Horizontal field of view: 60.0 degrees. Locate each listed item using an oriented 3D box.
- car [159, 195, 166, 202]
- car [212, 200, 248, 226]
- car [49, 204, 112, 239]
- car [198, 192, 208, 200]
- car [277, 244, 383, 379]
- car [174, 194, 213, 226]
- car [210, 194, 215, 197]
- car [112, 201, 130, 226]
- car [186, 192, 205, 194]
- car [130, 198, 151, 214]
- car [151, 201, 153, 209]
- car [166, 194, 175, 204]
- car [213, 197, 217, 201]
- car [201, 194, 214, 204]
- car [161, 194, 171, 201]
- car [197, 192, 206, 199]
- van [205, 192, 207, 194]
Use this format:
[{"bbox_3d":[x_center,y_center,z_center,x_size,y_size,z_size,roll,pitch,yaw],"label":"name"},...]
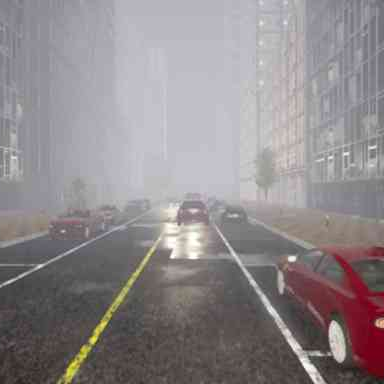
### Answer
[{"bbox_3d":[-5.726,1.252,67.993,1.752,1.417,4.829,0,0,0],"label":"car"},{"bbox_3d":[2.680,1.487,22.620,1.947,1.339,4.313,0,0,0],"label":"car"},{"bbox_3d":[-5.698,1.486,16.930,1.887,1.381,4.507,0,0,0],"label":"car"},{"bbox_3d":[2.650,0.986,79.541,2.192,1.841,5.009,0,0,0],"label":"car"},{"bbox_3d":[2.689,1.527,5.544,1.887,1.381,4.507,0,0,0],"label":"car"},{"bbox_3d":[0.086,1.272,23.112,2.097,1.767,4.553,0,0,0],"label":"car"},{"bbox_3d":[2.667,1.396,45.389,1.947,1.339,4.313,0,0,0],"label":"car"},{"bbox_3d":[-5.701,1.502,22.624,1.802,1.307,4.206,0,0,0],"label":"car"},{"bbox_3d":[0.081,1.068,41.347,2.150,2.045,5.566,0,0,-1],"label":"car"},{"bbox_3d":[-5.707,1.421,34.008,1.887,1.381,4.507,0,0,0],"label":"car"},{"bbox_3d":[-5.711,1.419,39.701,1.947,1.339,4.313,0,0,0],"label":"car"},{"bbox_3d":[-3.083,1.333,58.915,1.994,1.385,4.181,0,0,1],"label":"car"},{"bbox_3d":[2.673,1.442,34.005,1.947,1.339,4.313,0,0,0],"label":"car"},{"bbox_3d":[2.661,1.220,56.773,1.967,1.590,4.097,0,0,0],"label":"car"},{"bbox_3d":[-5.729,1.249,73.857,2.008,1.369,4.403,0,0,0],"label":"car"},{"bbox_3d":[2.643,0.928,90.926,2.192,1.841,5.009,0,0,0],"label":"car"},{"bbox_3d":[2.665,1.146,51.082,1.690,1.788,3.998,0,0,0],"label":"van"}]
